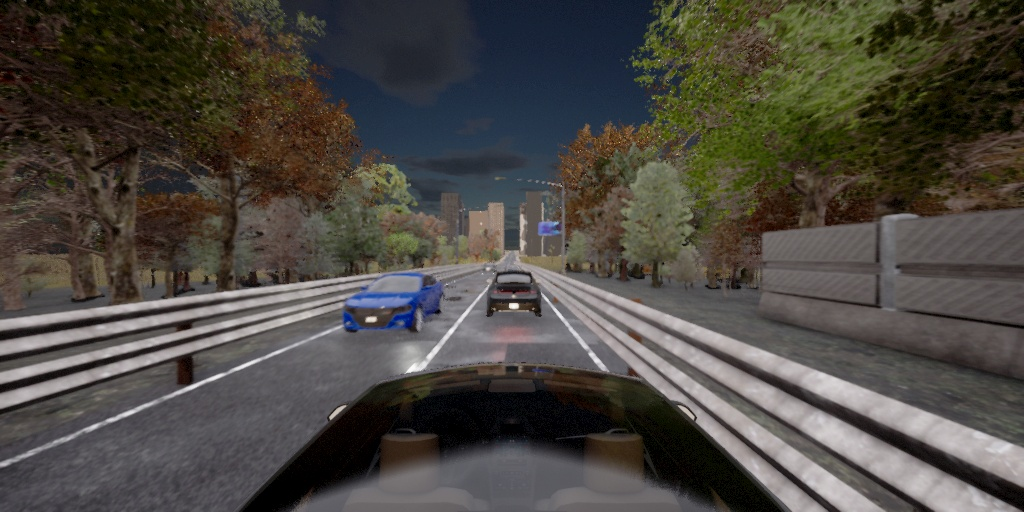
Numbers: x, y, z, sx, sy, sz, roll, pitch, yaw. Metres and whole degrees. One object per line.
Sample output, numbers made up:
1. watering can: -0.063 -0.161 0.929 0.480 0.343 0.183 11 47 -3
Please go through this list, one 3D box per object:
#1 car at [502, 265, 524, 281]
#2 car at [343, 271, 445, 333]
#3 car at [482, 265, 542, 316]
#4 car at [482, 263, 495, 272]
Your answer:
1. car: 0.095 1.565 34.289 1.895 1.301 4.718 0 -1 0
2. car: -3.349 1.245 11.029 1.882 1.535 5.008 0 0 0
3. car: 0.072 1.285 13.489 1.837 1.490 4.892 0 0 0
4. car: -3.327 1.708 52.523 2.128 1.511 4.902 0 -1 0
